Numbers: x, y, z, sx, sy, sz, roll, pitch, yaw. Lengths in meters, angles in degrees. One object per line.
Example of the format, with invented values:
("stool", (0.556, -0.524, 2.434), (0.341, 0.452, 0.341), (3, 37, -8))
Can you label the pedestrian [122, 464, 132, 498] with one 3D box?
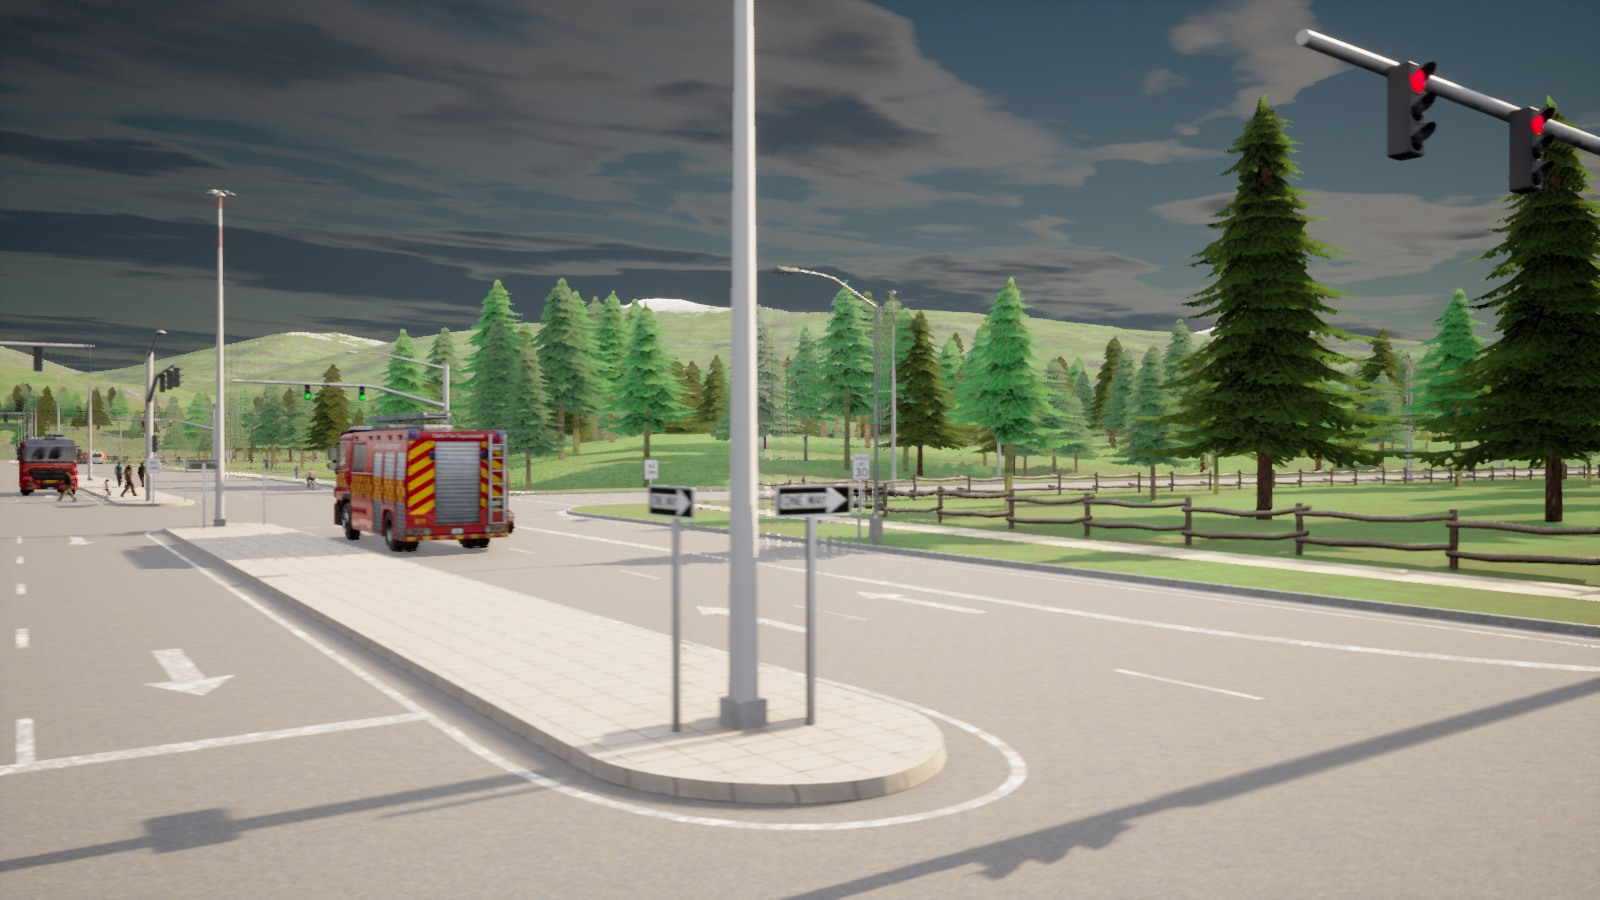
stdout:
("pedestrian", (-36.942, 1.697, 62.714), (0.375, 1.860, 0.375), (0, 0, -40))

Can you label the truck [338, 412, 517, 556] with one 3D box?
("truck", (-11.494, 0.893, 34.596), (2.891, 3.827, 8.468), (0, 0, -34))

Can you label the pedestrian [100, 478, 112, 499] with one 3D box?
("pedestrian", (-37.724, 2.095, 62.123), (0.500, 1.100, 0.500), (0, 0, -42))

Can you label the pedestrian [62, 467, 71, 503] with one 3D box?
("pedestrian", (-38.784, 1.849, 60.408), (0.375, 1.860, 0.375), (0, 0, -37))

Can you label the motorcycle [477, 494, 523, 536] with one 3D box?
("motorcycle", (-10.061, 2.157, 38.264), (0.764, 1.307, 2.356), (0, 0, -34))
